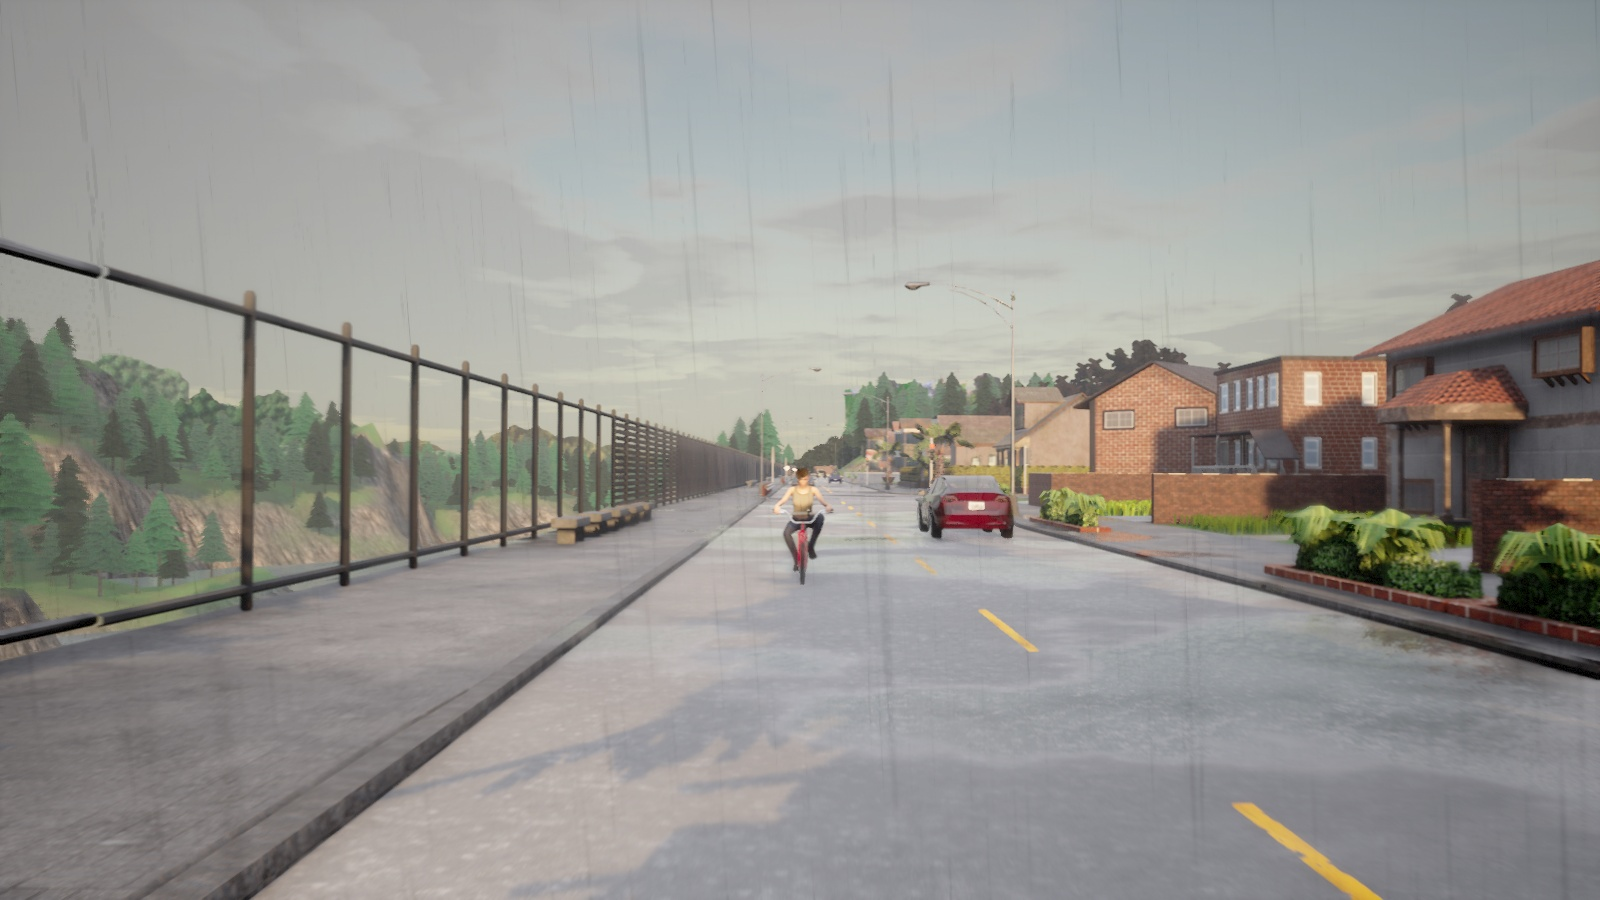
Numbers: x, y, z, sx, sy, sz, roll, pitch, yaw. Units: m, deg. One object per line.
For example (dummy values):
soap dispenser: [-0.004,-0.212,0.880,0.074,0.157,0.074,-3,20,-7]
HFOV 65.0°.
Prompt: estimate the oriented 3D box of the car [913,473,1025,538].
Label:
car: [4.109,1.331,31.385,2.163,1.488,4.792,0,-1,0]

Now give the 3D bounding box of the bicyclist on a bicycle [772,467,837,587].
bicyclist on a bicycle: [0.064,1.049,17.650,0.866,1.612,1.509,0,-1,0]
